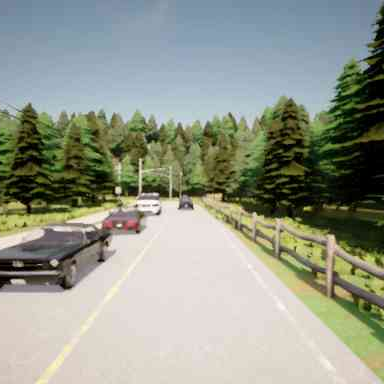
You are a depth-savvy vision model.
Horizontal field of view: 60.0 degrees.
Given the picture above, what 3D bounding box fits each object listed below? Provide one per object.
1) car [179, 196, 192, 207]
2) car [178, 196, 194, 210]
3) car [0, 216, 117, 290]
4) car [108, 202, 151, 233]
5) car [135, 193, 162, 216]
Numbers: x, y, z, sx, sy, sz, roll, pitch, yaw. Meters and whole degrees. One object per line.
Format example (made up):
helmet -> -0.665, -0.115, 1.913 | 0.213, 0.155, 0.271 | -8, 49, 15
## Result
car -> -1.037, 1.388, 51.155 | 1.837, 1.490, 4.892 | 0, 0, -2
car -> -0.730, 1.433, 40.858 | 1.812, 1.442, 4.674 | 0, 0, -2
car -> -3.631, 1.567, 9.143 | 1.895, 1.301, 4.718 | 0, 0, 0
car -> -3.710, 1.507, 18.854 | 1.994, 1.385, 4.181 | 0, 0, -1
car -> -4.038, 1.140, 31.621 | 2.150, 2.045, 5.566 | 0, 0, -1
